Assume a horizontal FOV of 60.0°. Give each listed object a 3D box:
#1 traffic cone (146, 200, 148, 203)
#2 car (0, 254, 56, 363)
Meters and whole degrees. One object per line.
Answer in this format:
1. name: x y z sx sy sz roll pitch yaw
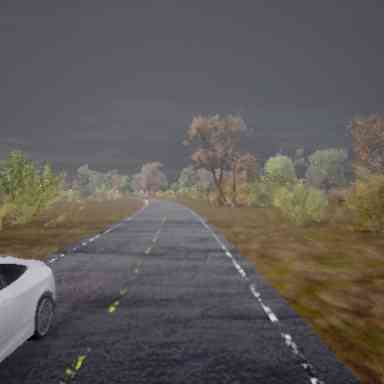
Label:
1. traffic cone: -8.065 2.069 60.663 0.340 0.580 0.340 0 0 -7
2. car: -3.136 1.534 3.821 1.812 1.442 4.674 0 0 -1
